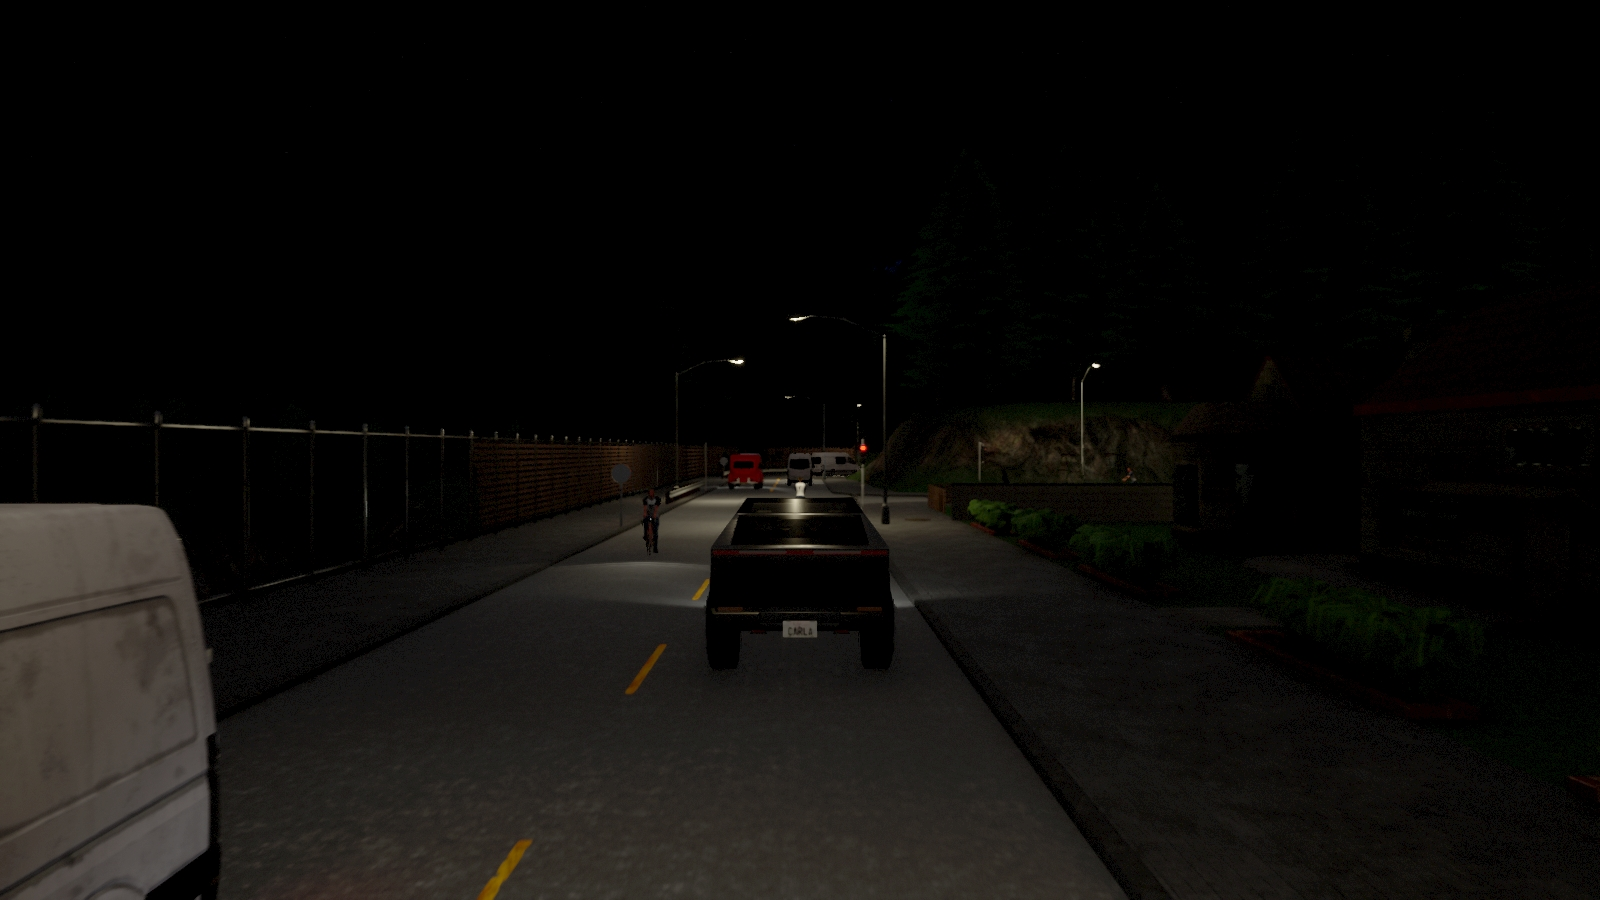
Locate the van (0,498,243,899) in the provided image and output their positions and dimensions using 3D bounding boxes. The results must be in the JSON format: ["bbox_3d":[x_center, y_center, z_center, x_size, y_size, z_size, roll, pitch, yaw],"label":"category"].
[{"bbox_3d":[-3.995,1.535,3.192,1.988,2.561,5.915,0,0,0],"label":"van"}]

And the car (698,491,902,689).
[{"bbox_3d":[0.001,1.753,16.530,2.390,2.098,6.274,0,0,0],"label":"car"}]

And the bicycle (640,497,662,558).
[{"bbox_3d":[-3.985,2.056,30.538,0.373,1.496,1.643,0,1,0],"label":"bicycle"}]
